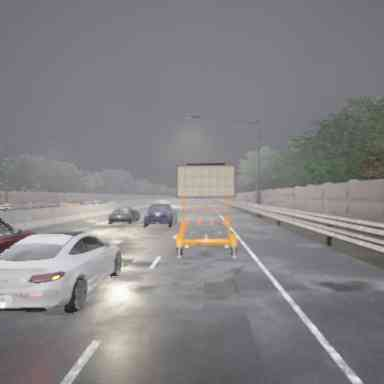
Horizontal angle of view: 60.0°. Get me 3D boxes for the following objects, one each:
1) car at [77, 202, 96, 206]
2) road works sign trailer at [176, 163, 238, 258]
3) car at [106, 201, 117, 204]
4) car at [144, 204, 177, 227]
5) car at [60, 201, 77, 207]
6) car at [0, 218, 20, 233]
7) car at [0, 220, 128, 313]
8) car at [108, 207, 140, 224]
[{"bbox_3d":[-18.690,2.490,60.305,1.812,1.442,4.674,0,-1,3],"label":"car"},{"bbox_3d":[0.575,0.630,13.515,2.380,3.560,2.880,0,-1,2],"label":"road works sign trailer"},{"bbox_3d":[-15.097,2.500,62.569,1.812,1.442,4.674,0,-1,3],"label":"car"},{"bbox_3d":[-2.358,1.697,25.727,2.097,1.767,4.553,0,-1,2],"label":"car"},{"bbox_3d":[-22.187,2.342,60.363,2.097,1.767,4.553,0,-1,3],"label":"car"},{"bbox_3d":[-6.454,1.523,10.031,2.097,1.767,4.553,0,-1,2],"label":"car"},{"bbox_3d":[-3.034,1.645,7.827,1.812,1.442,4.674,0,-1,2],"label":"car"},{"bbox_3d":[-5.748,1.973,28.656,1.994,1.385,4.181,0,-1,2],"label":"car"}]
